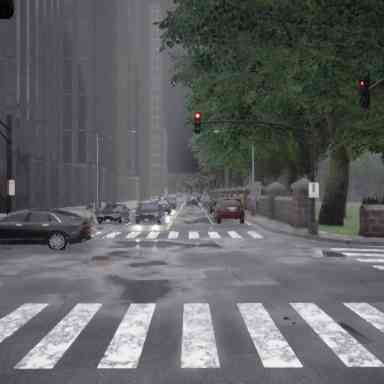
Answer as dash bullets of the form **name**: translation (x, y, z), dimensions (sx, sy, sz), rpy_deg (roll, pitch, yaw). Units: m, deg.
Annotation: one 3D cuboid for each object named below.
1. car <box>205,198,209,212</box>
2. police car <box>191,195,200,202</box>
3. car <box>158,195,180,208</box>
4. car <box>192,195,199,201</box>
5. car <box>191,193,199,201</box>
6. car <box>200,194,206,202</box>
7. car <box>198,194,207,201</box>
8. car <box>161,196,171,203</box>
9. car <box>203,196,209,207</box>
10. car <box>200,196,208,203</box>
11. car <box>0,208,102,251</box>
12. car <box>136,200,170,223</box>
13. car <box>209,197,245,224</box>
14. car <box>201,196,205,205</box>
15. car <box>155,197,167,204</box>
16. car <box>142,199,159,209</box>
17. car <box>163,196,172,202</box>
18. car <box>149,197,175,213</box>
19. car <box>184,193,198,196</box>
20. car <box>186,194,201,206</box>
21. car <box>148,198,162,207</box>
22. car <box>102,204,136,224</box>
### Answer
- **car**: translation (2.727, 1.588, 36.022), dimensions (1.947, 1.339, 4.313), rpy_deg (0, 0, 0)
- **police car**: translation (0.825, 1.495, 75.873), dimensions (1.930, 1.638, 5.238), rpy_deg (0, 0, 0)
- **car**: translation (-3.135, 1.524, 45.514), dimensions (2.128, 1.511, 4.902), rpy_deg (0, 0, 0)
- **car**: translation (0.814, 1.591, 85.763), dimensions (1.837, 1.490, 4.892), rpy_deg (0, 0, 0)
- **car**: translation (0.809, 1.320, 91.794), dimensions (2.150, 2.045, 5.566), rpy_deg (0, 0, 0)
- **car**: translation (2.711, 1.481, 52.392), dimensions (1.967, 1.590, 4.097), rpy_deg (0, 0, 0)
- **car**: translation (2.677, 1.399, 85.131), dimensions (2.192, 1.841, 5.009), rpy_deg (0, 0, 0)
- **car**: translation (-5.836, 1.611, 74.204), dimensions (1.887, 1.381, 4.507), rpy_deg (0, 0, 0)
- **car**: translation (2.722, 1.579, 41.478), dimensions (2.008, 1.369, 4.403), rpy_deg (0, 0, 0)
- **car**: translation (2.688, 1.592, 74.387), dimensions (1.752, 1.417, 4.829), rpy_deg (0, 0, 0)
- **car**: translation (-6.345, 1.418, 13.123), dimensions (4.892, 1.490, 1.837), rpy_deg (1, 0, 0)
- **car**: translation (-3.126, 1.559, 25.610), dimensions (2.033, 1.411, 5.357), rpy_deg (0, 0, 0)
- **car**: translation (2.739, 1.326, 25.109), dimensions (2.192, 1.841, 5.009), rpy_deg (0, 0, 0)
- **car**: translation (2.716, 1.585, 46.935), dimensions (2.008, 1.369, 4.403), rpy_deg (0, 0, 0)
- **car**: translation (-5.825, 1.635, 63.291), dimensions (1.802, 1.307, 4.206), rpy_deg (0, 0, 0)
- **car**: translation (-5.809, 1.616, 46.919), dimensions (1.802, 1.307, 4.206), rpy_deg (0, 0, 0)
- **car**: translation (-5.842, 1.620, 79.662), dimensions (1.887, 1.381, 4.507), rpy_deg (0, 0, 0)
- **car**: translation (-3.121, 1.547, 35.247), dimensions (1.812, 1.442, 4.674), rpy_deg (0, 0, 0)
- **car**: translation (0.025, 1.407, 65.015), dimensions (2.097, 1.767, 4.553), rpy_deg (0, 0, 0)
- **car**: translation (0.045, 1.569, 55.252), dimensions (1.812, 1.442, 4.674), rpy_deg (0, 0, 0)
- **car**: translation (-5.814, 1.622, 52.376), dimensions (1.802, 1.307, 4.206), rpy_deg (0, 0, 0)
- **car**: translation (-5.787, 1.576, 25.091), dimensions (1.947, 1.339, 4.313), rpy_deg (0, 0, 0)
